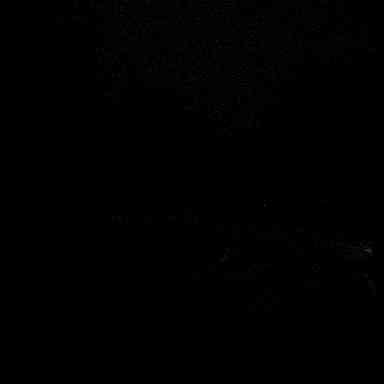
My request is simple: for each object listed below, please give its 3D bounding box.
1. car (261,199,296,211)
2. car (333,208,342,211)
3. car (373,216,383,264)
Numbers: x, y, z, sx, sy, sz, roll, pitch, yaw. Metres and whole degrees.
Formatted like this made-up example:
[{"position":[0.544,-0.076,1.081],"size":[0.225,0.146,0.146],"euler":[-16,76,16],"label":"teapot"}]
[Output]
[{"position":[11.866,1.710,45.742],"size":[4.553,1.767,2.097],"euler":[0,0,6],"label":"car"},{"position":[36.670,5.218,83.535],"size":[2.150,2.045,5.566],"euler":[0,-6,27],"label":"car"},{"position":[6.234,1.275,8.737],"size":[2.150,2.045,5.566],"euler":[0,0,22],"label":"car"}]
